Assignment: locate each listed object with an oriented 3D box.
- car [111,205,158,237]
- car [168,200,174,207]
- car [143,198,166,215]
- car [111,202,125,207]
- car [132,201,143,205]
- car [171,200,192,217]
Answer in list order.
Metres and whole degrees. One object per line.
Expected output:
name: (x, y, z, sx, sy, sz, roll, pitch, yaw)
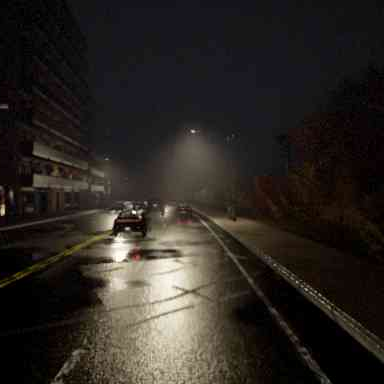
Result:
car: (-3.485, 1.771, 20.068, 2.128, 1.511, 4.902, 0, -1, -2)
car: (-4.361, 2.470, 75.289, 1.882, 1.535, 5.008, 0, -1, -7)
car: (-4.445, 1.782, 41.156, 2.150, 2.045, 5.566, 0, -1, -3)
car: (-12.069, 2.302, 54.744, 2.033, 1.411, 5.357, 0, -1, -4)
car: (-8.857, 2.242, 55.082, 2.128, 1.511, 4.902, 0, -1, -4)
car: (-0.992, 1.998, 37.641, 2.128, 1.511, 4.902, 0, -1, -3)
